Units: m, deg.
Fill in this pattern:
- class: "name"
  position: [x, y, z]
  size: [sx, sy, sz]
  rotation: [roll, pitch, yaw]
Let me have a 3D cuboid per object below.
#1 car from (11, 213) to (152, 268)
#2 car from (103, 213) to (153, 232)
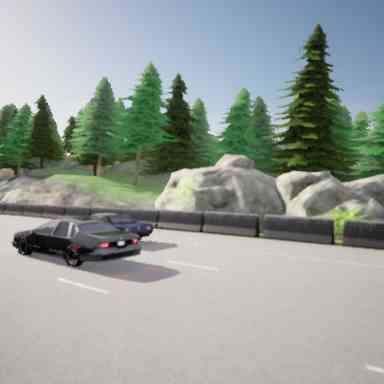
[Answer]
- class: "car"
  position: [-4.129, 1.580, 11.470]
  size: [5.357, 1.411, 2.033]
  rotation: [0, 0, 37]
- class: "car"
  position: [-4.158, 1.654, 15.870]
  size: [4.718, 1.301, 1.895]
  rotation: [0, 0, 37]
